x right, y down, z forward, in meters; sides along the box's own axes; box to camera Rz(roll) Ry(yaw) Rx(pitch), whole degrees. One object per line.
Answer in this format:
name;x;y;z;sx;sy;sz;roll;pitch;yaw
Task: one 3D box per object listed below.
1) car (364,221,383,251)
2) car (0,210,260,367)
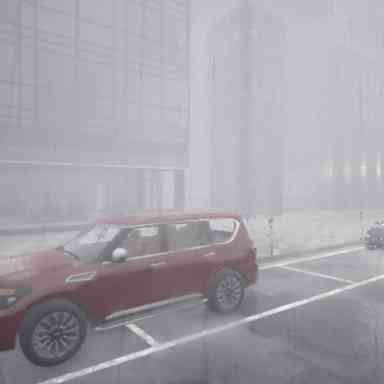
car;8.163;1.463;12.465;4.403;1.369;2.008;0;0;-35
car;-0.974;1.299;5.953;5.009;1.841;2.192;0;0;-35
